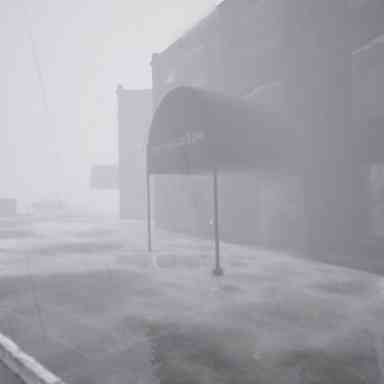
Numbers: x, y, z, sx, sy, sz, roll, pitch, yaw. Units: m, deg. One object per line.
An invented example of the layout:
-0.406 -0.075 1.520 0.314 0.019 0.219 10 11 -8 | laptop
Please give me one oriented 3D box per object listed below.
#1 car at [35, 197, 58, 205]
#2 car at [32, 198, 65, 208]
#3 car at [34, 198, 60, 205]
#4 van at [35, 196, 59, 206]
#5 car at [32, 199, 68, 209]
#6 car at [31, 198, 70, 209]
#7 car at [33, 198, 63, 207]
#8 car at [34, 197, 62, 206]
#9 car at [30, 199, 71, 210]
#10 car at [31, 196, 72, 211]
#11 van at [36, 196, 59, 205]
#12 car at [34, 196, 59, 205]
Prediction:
-34.947 2.157 80.048 4.553 1.767 2.185 1 -2 -44 | car
-25.213 1.924 58.697 4.892 1.521 2.231 1 -1 -44 | car
-32.504 2.186 74.721 5.008 1.535 2.097 1 -2 -44 | car
-31.367 1.913 71.971 4.442 1.987 1.878 1 -1 -44 | van
-21.584 1.836 50.682 4.674 1.452 2.002 1 -1 -44 | car
-22.671 1.837 53.487 5.366 1.575 1.946 1 -1 -44 | car
-27.644 2.009 64.042 4.892 1.521 2.231 1 -1 -44 | car
-28.837 1.926 66.731 4.553 1.767 2.185 1 -1 -44 | car
-20.367 1.755 48.013 4.892 1.521 2.231 1 -1 -44 | car
-17.954 1.670 42.671 4.892 1.521 2.231 0 -1 -44 | car
-33.631 2.009 77.482 4.442 1.987 1.878 1 -2 -44 | van
-37.330 2.134 85.433 5.566 2.045 2.435 1 -2 -44 | car
